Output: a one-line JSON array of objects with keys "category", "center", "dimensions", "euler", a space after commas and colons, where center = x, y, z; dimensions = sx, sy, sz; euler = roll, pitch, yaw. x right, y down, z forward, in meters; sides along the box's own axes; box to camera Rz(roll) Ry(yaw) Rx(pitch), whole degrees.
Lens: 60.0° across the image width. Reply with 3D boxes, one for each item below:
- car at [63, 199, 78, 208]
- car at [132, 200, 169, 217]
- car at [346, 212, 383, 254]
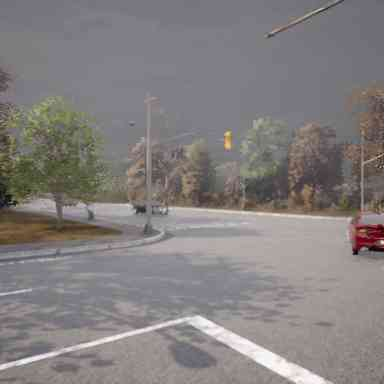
[{"category": "car", "center": [-19.224, 1.707, 51.219], "dimensions": [1.895, 1.301, 4.718], "euler": [0, 0, -38]}, {"category": "car", "center": [-4.081, 1.534, 32.260], "dimensions": [2.128, 1.511, 4.902], "euler": [0, 0, -38]}, {"category": "car", "center": [7.356, 1.518, 13.323], "dimensions": [1.882, 1.535, 5.008], "euler": [1, 0, 23]}]
